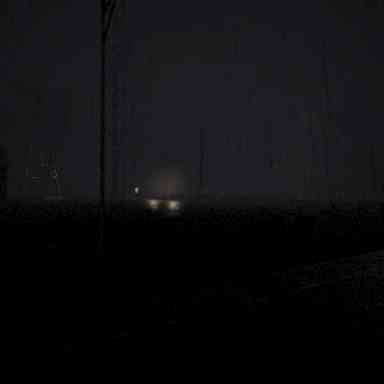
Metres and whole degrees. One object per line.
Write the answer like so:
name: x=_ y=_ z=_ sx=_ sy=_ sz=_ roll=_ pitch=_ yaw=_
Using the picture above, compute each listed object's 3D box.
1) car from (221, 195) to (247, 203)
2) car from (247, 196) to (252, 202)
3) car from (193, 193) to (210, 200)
car: x=7.786 y=1.309 z=64.636 sx=2.128 sy=1.511 sz=4.902 roll=0 pitch=1 yaw=-35
car: x=9.959 y=1.334 z=66.392 sx=1.812 sy=1.442 sz=4.674 roll=0 pitch=1 yaw=-36
car: x=2.056 y=1.020 z=77.304 sx=1.882 sy=1.535 sz=5.008 roll=0 pitch=1 yaw=-36
